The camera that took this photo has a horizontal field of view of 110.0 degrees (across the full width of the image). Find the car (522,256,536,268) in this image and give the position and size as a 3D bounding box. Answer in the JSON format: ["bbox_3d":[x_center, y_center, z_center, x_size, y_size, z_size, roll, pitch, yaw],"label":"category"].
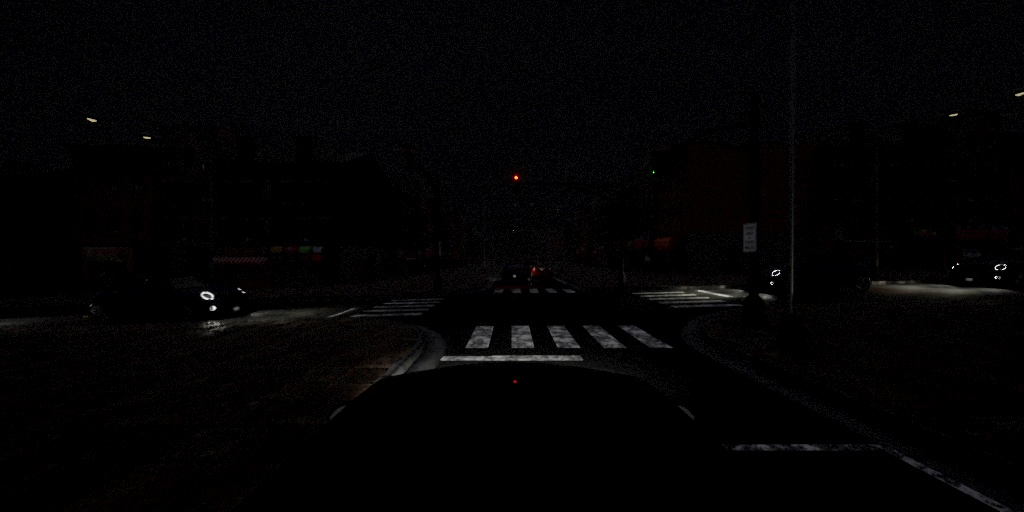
[{"bbox_3d":[2.971,1.106,64.391,2.150,2.045,5.566,0,0,0],"label":"car"}]

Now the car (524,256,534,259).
[{"bbox_3d":[2.631,1.112,38.560,2.192,1.841,5.009,0,0,0],"label":"car"}]

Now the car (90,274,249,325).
[{"bbox_3d":[-12.518,1.445,13.326,4.553,1.767,2.097,-2,0,0],"label":"car"}]

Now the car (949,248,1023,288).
[{"bbox_3d":[23.076,0.433,16.346,4.553,1.767,2.097,-1,0,0],"label":"car"}]

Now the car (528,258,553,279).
[{"bbox_3d":[2.632,1.225,33.158,1.967,1.591,4.097,0,0,0],"label":"car"}]

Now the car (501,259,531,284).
[{"bbox_3d":[0.164,1.251,27.448,1.882,1.535,5.008,0,0,0],"label":"car"}]

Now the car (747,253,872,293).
[{"bbox_3d":[13.358,0.685,16.349,4.553,1.767,2.097,-1,0,1],"label":"car"}]
